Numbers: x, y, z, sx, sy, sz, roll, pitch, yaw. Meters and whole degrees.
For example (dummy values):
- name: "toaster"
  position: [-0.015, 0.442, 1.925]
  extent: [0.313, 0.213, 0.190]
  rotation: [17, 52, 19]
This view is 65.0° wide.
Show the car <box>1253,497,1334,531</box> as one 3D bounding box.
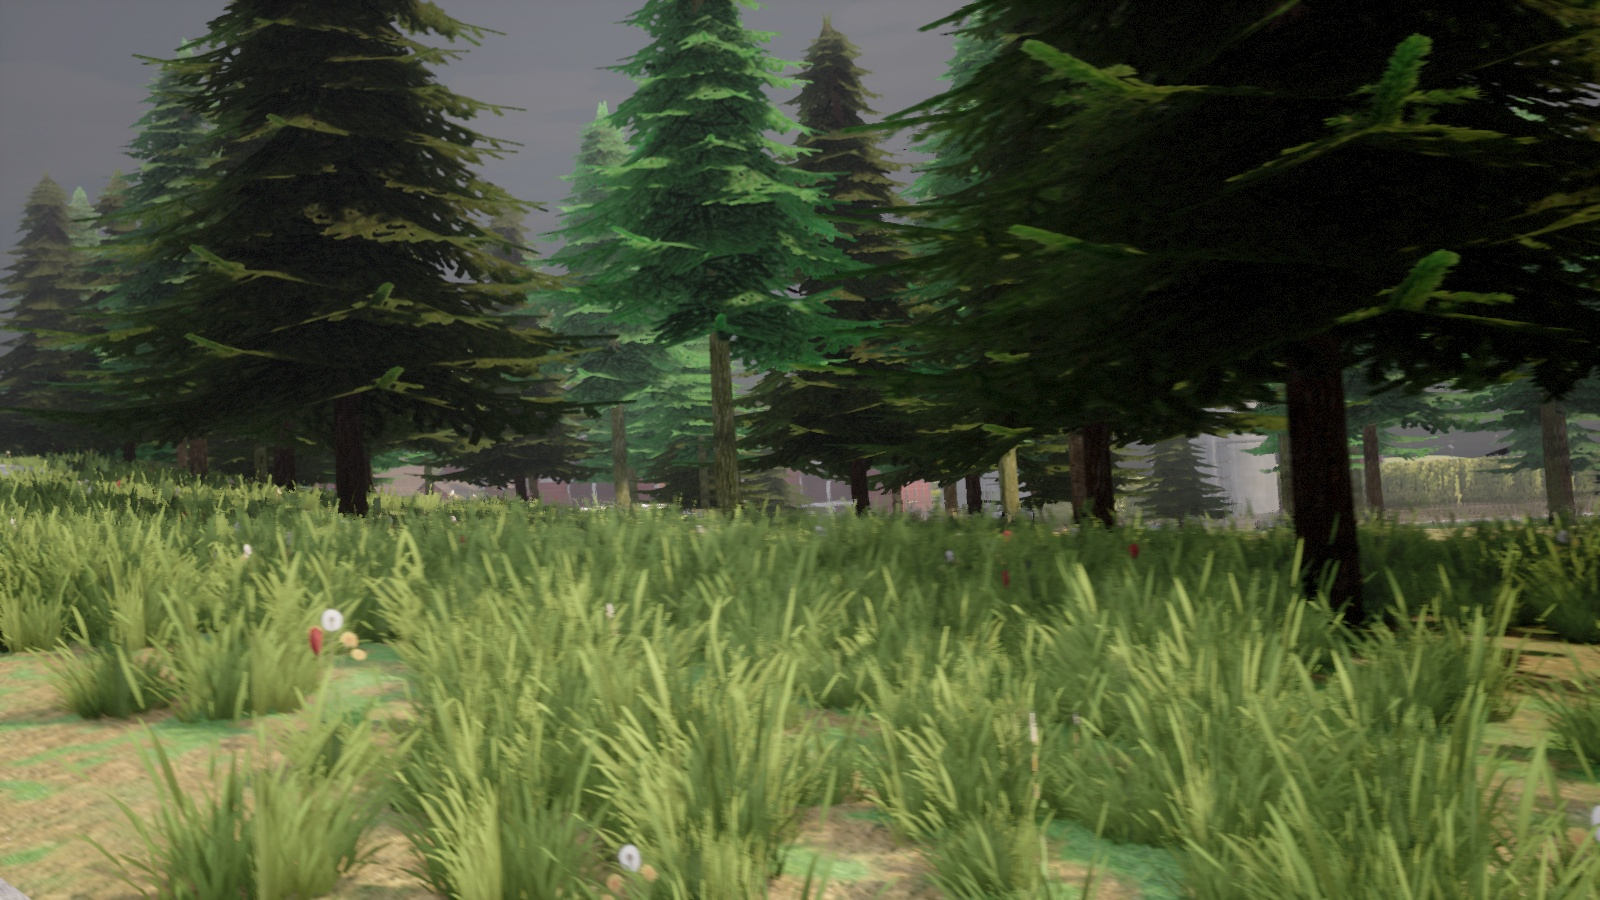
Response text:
- name: "car"
  position: [28.246, 3.684, 72.002]
  extent: [3.988, 1.617, 1.851]
  rotation: [-5, -2, 13]

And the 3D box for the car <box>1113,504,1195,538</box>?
- name: "car"
  position: [21.677, 4.339, 77.107]
  extent: [4.611, 1.667, 2.242]
  rotation: [-5, -2, 13]
